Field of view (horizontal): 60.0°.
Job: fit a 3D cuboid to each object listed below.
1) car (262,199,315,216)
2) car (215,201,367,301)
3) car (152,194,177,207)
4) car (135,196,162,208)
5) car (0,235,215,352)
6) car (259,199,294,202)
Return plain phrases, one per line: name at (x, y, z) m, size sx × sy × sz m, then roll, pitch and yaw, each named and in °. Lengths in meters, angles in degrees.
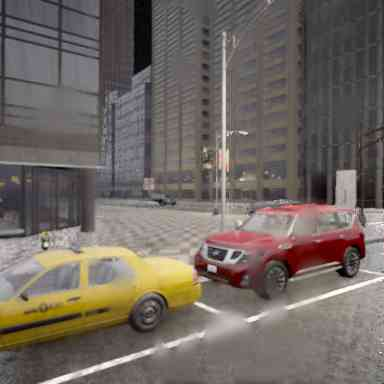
car at (9.609, 1.492, 33.598) m, size 2.128 × 1.511 × 4.902 m, roll 0°, pitch 0°, yaw -36°
car at (2.481, 1.299, 8.523) m, size 5.009 × 1.841 × 2.192 m, roll 0°, pitch 1°, yaw -35°
car at (-4.684, 1.321, 53.708) m, size 2.150 × 2.045 × 5.566 m, roll 0°, pitch -1°, yaw -35°
car at (-7.014, 1.679, 51.364) m, size 1.895 × 1.301 × 4.718 m, roll 0°, pitch 0°, yaw -35°
car at (-2.104, 1.522, 5.256) m, size 4.829 × 1.417 × 1.752 m, roll 0°, pitch 1°, yaw -35°
car at (7.134, 1.547, 31.470) m, size 1.994 × 1.385 × 4.181 m, roll 0°, pitch 0°, yaw -35°
